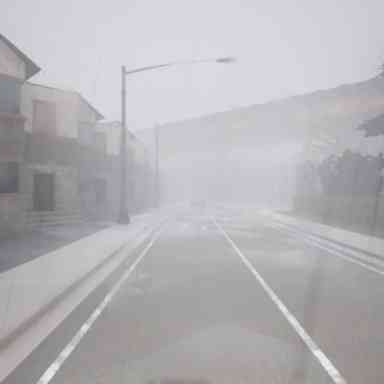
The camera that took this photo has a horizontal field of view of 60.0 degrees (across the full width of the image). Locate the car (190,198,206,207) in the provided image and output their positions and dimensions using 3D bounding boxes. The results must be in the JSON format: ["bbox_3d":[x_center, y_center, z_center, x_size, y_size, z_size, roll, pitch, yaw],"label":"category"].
[{"bbox_3d":[0.989,1.568,49.885,1.895,1.301,4.718,0,0,9],"label":"car"}]
